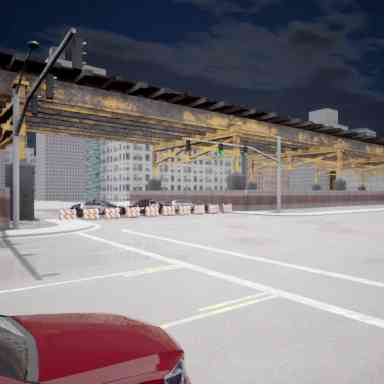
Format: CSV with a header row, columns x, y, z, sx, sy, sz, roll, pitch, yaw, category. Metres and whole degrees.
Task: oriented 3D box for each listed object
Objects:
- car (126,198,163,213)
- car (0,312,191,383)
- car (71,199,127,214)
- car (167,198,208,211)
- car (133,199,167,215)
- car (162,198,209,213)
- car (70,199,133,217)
x,y,z,sx,sy,sz,roll,pitch,yaw,category
-4.634,1.295,33.129,1.853,1.218,4.536,0,0,18,car
-2.160,1.526,2.226,4.674,1.442,1.812,0,0,-35,car
-8.439,1.295,30.392,4.536,1.218,1.853,0,0,8,car
-0.800,1.295,36.841,4.536,1.218,1.853,0,0,-7,car
-4.649,1.453,33.079,2.038,1.542,4.974,0,0,18,car
-0.748,1.453,36.848,4.974,1.542,2.038,0,0,-7,car
-8.388,1.453,30.385,4.974,1.542,2.038,0,0,8,car
